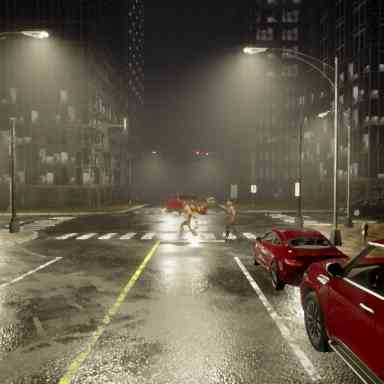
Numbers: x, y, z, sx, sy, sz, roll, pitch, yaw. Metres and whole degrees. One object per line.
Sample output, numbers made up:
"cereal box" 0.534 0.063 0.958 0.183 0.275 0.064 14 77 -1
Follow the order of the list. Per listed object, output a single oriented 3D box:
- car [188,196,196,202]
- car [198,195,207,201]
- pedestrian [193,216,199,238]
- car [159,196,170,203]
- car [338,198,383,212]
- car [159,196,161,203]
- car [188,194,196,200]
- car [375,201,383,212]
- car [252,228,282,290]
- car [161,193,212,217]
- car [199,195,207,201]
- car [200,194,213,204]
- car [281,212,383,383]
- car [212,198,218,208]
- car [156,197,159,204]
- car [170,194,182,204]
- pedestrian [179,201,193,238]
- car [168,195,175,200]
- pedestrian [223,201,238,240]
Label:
"car" 0.003 1.525 74.255 1.895 1.301 4.718 0 0 0
"car" 2.683 1.471 86.595 2.008 1.369 4.403 -1 0 0
"pedestrian" 0.199 1.665 16.582 0.500 1.100 0.500 -1 1 0
"car" -5.666 1.510 69.636 1.947 1.339 4.313 -1 0 0
"car" 15.651 1.356 29.844 4.892 1.490 1.837 0 1 -5
"car" -3.094 1.449 47.142 1.882 1.535 5.008 0 0 0
"car" 0.004 1.233 84.229 1.882 1.535 5.008 0 0 0
"car" 16.129 1.537 24.069 4.313 1.339 1.947 0 1 -5
"car" 2.679 1.578 8.793 1.802 1.307 4.206 -1 0 0
"car" -0.665 1.141 31.384 2.150 2.045 5.566 -1 0 -27
"car" 2.682 1.494 80.922 1.947 1.339 4.313 -1 0 0
"car" 2.716 1.268 63.412 2.192 1.841 5.009 -1 0 0
"car" 2.672 1.314 3.168 2.192 1.841 5.009 -1 0 0
"car" 2.809 1.496 48.331 1.752 1.417 4.829 -1 0 0
"car" -5.836 1.518 63.962 1.947 1.339 4.313 -1 0 0
"car" -3.045 1.303 63.943 2.097 1.767 4.553 0 0 0
"pedestrian" -0.291 1.286 15.949 0.375 1.860 0.375 -1 1 0
"car" -5.664 1.493 92.331 1.802 1.307 4.206 -1 0 0
"pedestrian" 1.767 1.287 15.274 0.375 1.860 0.375 -1 1 0
